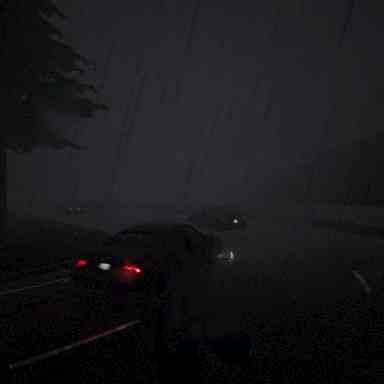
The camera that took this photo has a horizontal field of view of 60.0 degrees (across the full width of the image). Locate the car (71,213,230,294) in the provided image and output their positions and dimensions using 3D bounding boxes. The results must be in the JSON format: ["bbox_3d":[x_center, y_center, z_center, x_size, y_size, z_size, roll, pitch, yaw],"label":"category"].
[{"bbox_3d":[-0.786,1.537,8.974,2.033,1.411,5.357,0,0,23],"label":"car"}]

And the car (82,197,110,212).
[{"bbox_3d":[-10.913,1.491,36.812,1.812,1.442,4.674,0,0,-31],"label":"car"}]

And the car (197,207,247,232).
[{"bbox_3d":[1.385,1.536,19.480,1.994,1.385,4.181,0,0,-27],"label":"car"}]

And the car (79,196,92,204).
[{"bbox_3d":[-20.909,1.542,65.261,1.895,1.301,4.718,0,0,-25],"label":"car"}]

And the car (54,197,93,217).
[{"bbox_3d":[-11.353,1.521,31.097,2.033,1.411,5.357,0,0,-35],"label":"car"}]

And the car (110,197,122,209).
[{"bbox_3d":[-10.608,1.461,43.473,1.837,1.490,4.892,0,0,-28],"label":"car"}]
